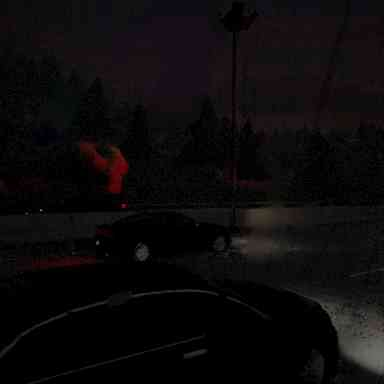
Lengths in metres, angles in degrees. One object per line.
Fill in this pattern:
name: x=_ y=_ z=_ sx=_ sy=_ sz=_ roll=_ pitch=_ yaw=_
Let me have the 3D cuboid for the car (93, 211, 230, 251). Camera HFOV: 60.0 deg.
car: x=-0.865 y=1.418 z=11.627 sx=5.008 sy=1.535 sz=1.882 roll=0 pitch=0 yaw=-34

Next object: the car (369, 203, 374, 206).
car: x=25.215 y=1.557 z=41.778 sx=4.902 sy=1.511 sz=2.128 roll=0 pitch=0 yaw=-23

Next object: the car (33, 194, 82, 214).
car: x=-6.812 y=1.070 z=20.465 sx=5.566 sy=2.045 sz=2.150 roll=0 pitch=0 yaw=-34

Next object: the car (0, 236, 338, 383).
car: x=-0.516 y=1.484 z=3.294 sx=4.892 sy=1.490 sz=1.837 roll=0 pitch=0 yaw=-35
